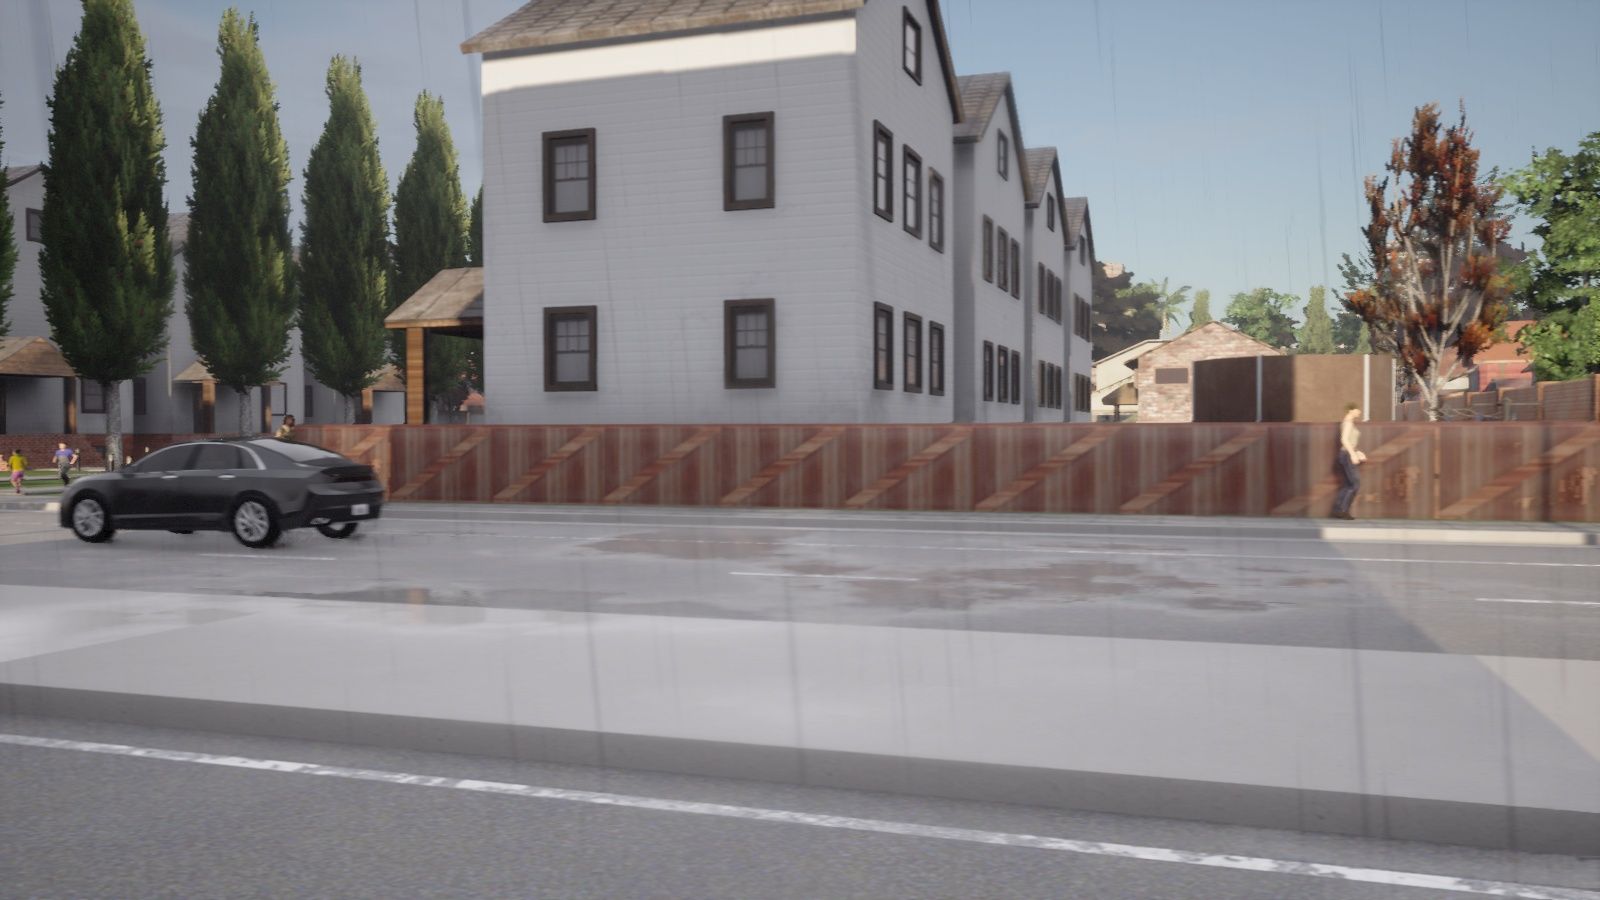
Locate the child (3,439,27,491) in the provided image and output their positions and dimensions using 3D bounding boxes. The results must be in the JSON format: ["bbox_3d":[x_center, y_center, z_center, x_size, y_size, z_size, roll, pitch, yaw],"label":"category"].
[{"bbox_3d":[-17.799,0.332,28.468,0.473,1.160,0.299,1,1,37],"label":"child"}]

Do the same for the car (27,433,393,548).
[{"bbox_3d":[-8.538,0.508,18.199,4.892,1.490,1.837,1,1,19],"label":"car"}]

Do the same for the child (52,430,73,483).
[{"bbox_3d":[-17.888,0.156,30.465,0.270,1.263,0.437,0,1,-2],"label":"child"}]

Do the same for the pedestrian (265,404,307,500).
[{"bbox_3d":[-10.455,0.033,25.552,0.692,1.930,0.396,1,1,20],"label":"pedestrian"}]

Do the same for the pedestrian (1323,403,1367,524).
[{"bbox_3d":[8.354,0.205,19.260,0.594,1.836,0.345,1,1,20],"label":"pedestrian"}]
